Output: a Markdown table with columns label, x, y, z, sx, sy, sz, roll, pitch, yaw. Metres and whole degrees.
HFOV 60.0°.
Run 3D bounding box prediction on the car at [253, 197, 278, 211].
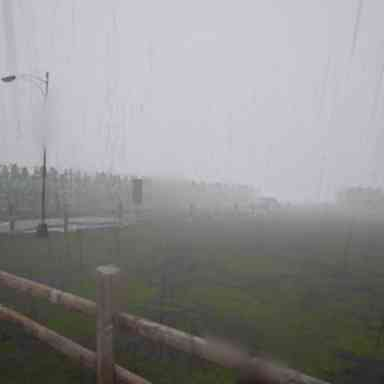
| label | x | y | z | sx | sy | sz | roll | pitch | yaw |
| --- | --- | --- | --- | --- | --- | --- | --- | --- | --- |
| car | 11.500 | 1.793 | 51.590 | 2.150 | 2.045 | 5.566 | 1 | -1 | 36 |
